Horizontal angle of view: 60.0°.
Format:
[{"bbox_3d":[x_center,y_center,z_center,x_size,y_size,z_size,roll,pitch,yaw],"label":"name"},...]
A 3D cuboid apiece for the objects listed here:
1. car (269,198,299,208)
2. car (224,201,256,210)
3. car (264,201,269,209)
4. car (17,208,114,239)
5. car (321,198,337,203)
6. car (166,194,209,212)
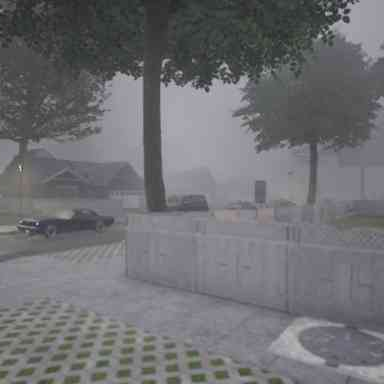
[{"bbox_3d":[10.456,1.649,36.550,1.994,1.385,4.181,1,0,35],"label":"car"},{"bbox_3d":[4.938,1.582,33.788,1.994,1.385,4.181,1,0,34],"label":"car"},{"bbox_3d":[10.762,1.546,42.067,2.128,1.511,4.902,1,1,35],"label":"car"},{"bbox_3d":[-6.471,1.545,17.438,1.895,1.301,4.718,1,0,35],"label":"car"},{"bbox_3d":[21.764,1.661,52.770,1.837,1.490,4.892,1,0,35],"label":"car"},{"bbox_3d":[-0.832,1.203,25.489,2.150,2.045,5.566,1,0,35],"label":"car"}]
